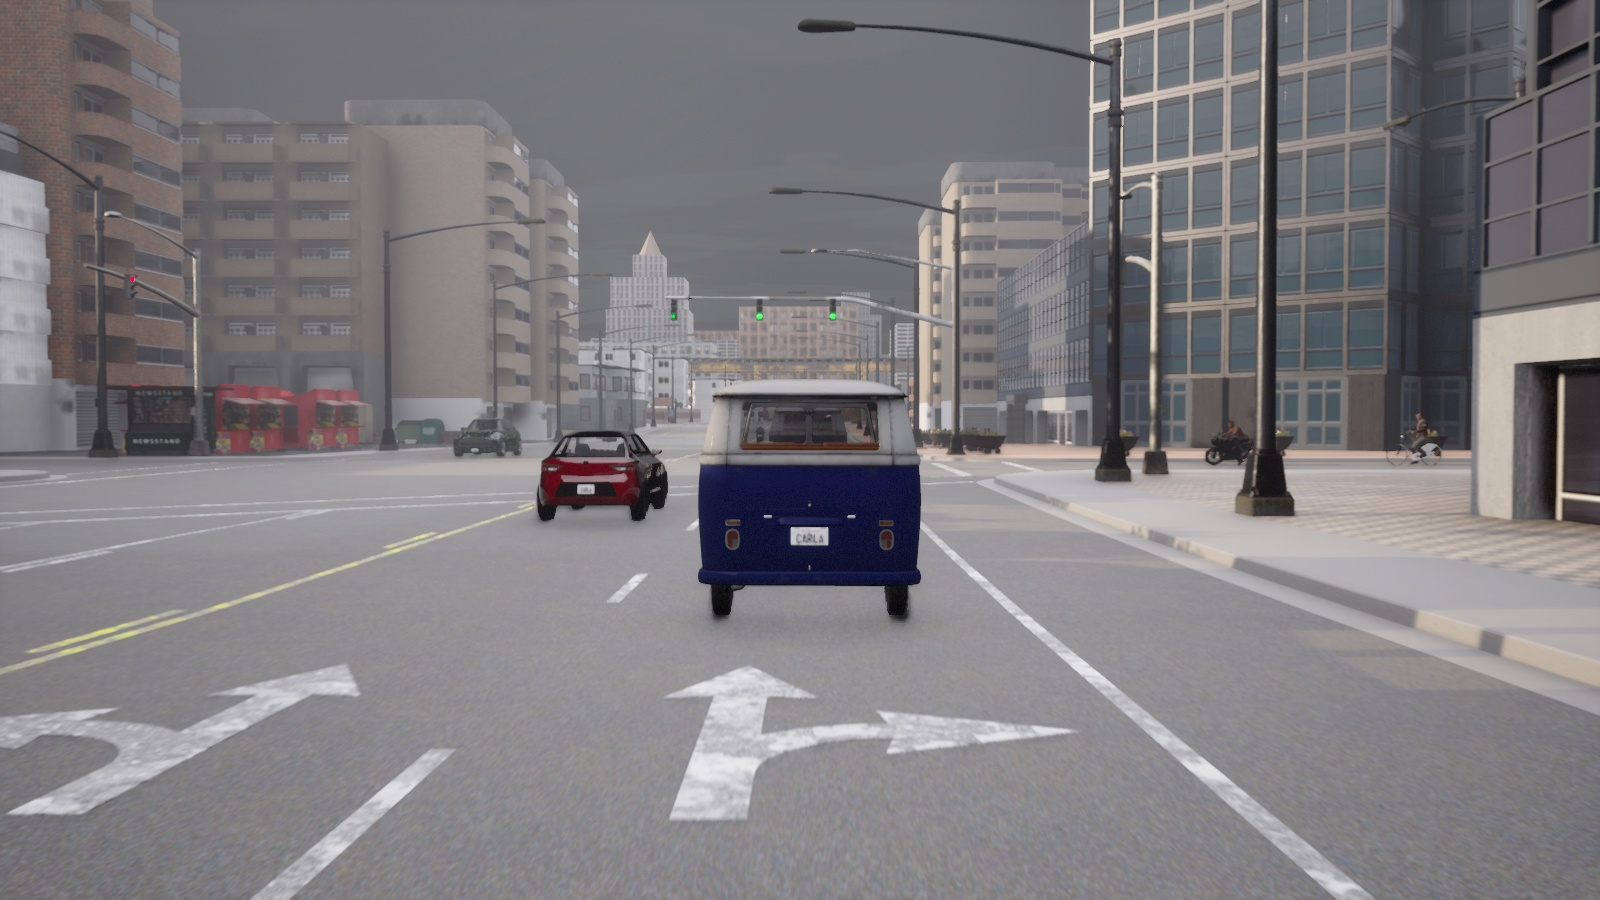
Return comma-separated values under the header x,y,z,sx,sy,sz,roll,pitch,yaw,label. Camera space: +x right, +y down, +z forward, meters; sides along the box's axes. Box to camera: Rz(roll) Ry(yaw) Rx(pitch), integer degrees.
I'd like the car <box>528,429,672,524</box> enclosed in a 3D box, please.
x,y,z,sx,sy,sz,roll,pitch,yaw,label
-3.362,0.376,21.863,1.816,1.474,4.193,0,1,0,car

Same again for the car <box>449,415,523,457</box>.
x,y,z,sx,sy,sz,roll,pitch,yaw,label
-13.670,-0.625,54.924,2.097,1.767,4.553,0,1,0,car

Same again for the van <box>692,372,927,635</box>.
x,y,z,sx,sy,sz,roll,pitch,yaw,label
0.083,0.362,11.749,1.775,1.987,4.442,0,1,0,van

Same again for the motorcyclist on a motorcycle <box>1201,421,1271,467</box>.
x,y,z,sx,sy,sz,roll,pitch,yaw,label
14.535,-0.203,41.894,2.044,1.523,0.797,0,2,1,motorcyclist on a motorcycle

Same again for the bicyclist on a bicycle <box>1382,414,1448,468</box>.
x,y,z,sx,sy,sz,roll,pitch,yaw,label
20.468,-0.309,41.810,1.843,1.776,0.659,0,2,1,bicyclist on a bicycle
